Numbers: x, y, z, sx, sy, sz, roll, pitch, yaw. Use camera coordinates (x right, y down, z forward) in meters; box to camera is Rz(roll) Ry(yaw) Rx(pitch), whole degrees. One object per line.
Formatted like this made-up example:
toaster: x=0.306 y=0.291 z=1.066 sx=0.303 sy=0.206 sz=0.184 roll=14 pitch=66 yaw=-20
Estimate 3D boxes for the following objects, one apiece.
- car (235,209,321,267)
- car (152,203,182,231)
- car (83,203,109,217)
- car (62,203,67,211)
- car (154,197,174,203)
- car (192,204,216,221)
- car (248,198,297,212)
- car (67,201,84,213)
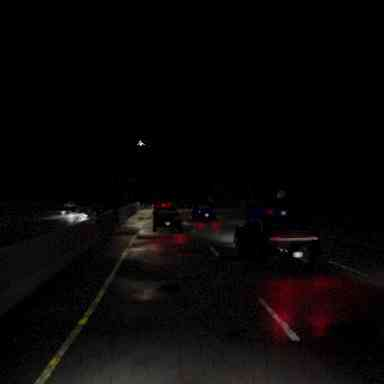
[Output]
car: x=2.808 y=1.583 z=11.834 sx=2.128 sy=1.511 sz=4.902 roll=0 pitch=-1 yaw=-5
car: x=-1.675 y=1.743 z=22.370 sx=1.812 sy=1.442 sz=4.674 roll=0 pitch=-1 yaw=-6
car: x=-10.302 y=1.929 z=36.724 sx=1.812 sy=1.442 sz=4.674 roll=0 pitch=-1 yaw=-6
car: x=-18.787 y=2.181 z=51.851 sx=1.812 sy=1.442 sz=4.674 roll=0 pitch=-2 yaw=-5
car: x=-3.415 y=1.615 z=40.200 sx=2.150 sy=2.045 sz=5.566 roll=0 pitch=0 yaw=-6
car: x=1.045 y=1.802 z=30.566 sx=1.812 sy=1.442 sz=4.674 roll=0 pitch=-1 yaw=-6
car: x=5.316 y=1.399 z=22.837 sx=2.150 sy=2.045 sz=5.566 roll=0 pitch=-1 yaw=-6
car: x=-14.493 y=2.094 z=43.638 sx=1.895 sy=1.301 sz=4.718 roll=0 pitch=-1 yaw=-5
